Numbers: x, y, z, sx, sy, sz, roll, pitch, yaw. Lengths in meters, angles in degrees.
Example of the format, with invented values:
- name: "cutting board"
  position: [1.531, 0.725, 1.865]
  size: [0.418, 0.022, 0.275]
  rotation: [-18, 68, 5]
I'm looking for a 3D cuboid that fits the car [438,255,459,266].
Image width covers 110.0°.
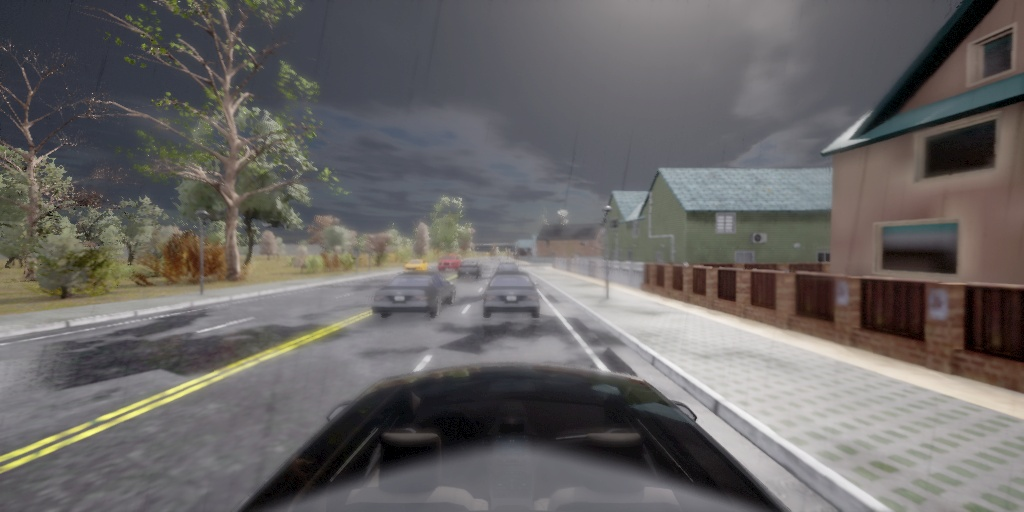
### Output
- name: "car"
  position: [-7.516, 0.874, 43.237]
  size: [2.150, 2.045, 5.566]
  rotation: [0, 0, -2]

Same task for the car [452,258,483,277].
- name: "car"
  position: [-3.678, 1.171, 31.613]
  size: [2.128, 1.511, 4.902]
  rotation: [0, 0, -2]

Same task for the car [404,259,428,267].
- name: "car"
  position: [-10.652, 1.139, 40.118]
  size: [1.882, 1.535, 5.008]
  rotation: [0, 0, -2]

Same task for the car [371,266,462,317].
- name: "car"
  position: [-3.279, 1.271, 12.923]
  size: [2.033, 1.411, 5.357]
  rotation: [0, 0, 0]

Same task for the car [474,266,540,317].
- name: "car"
  position: [-0.030, 1.270, 12.930]
  size: [2.033, 1.411, 5.357]
  rotation: [0, 0, 0]

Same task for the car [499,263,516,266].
- name: "car"
  position: [-0.337, 1.233, 28.013]
  size: [2.033, 1.411, 5.357]
  rotation: [0, 0, -1]
